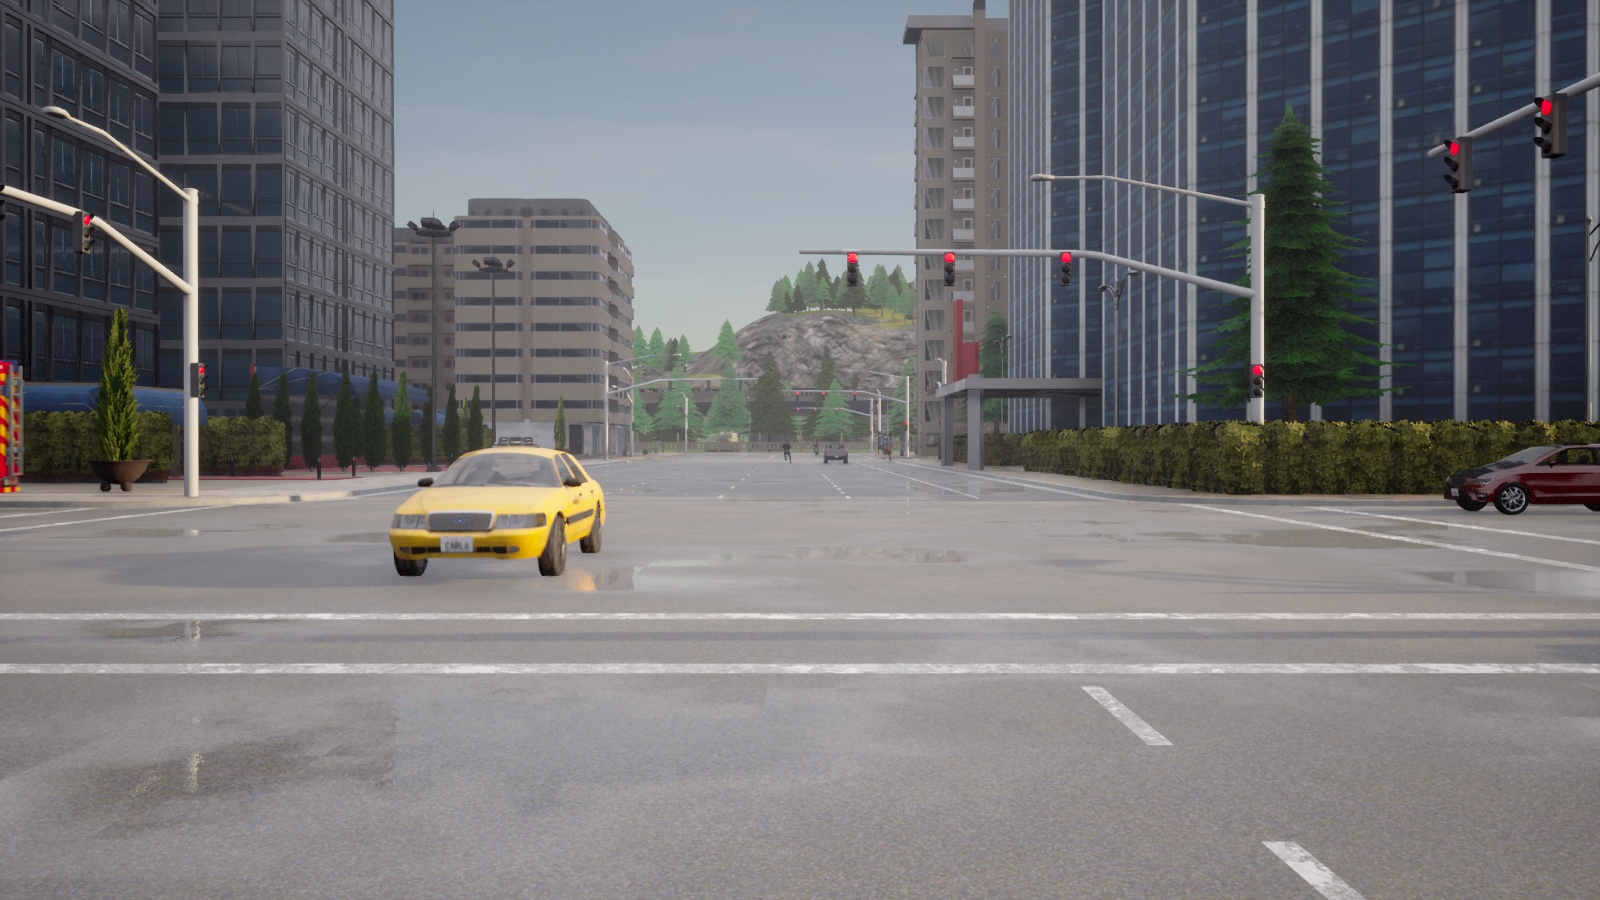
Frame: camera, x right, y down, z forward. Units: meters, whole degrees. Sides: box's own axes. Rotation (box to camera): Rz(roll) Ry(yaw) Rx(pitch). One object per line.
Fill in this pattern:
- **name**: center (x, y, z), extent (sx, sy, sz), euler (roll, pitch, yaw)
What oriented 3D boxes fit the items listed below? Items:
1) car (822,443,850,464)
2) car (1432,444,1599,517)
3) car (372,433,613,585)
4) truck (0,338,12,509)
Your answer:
- **car**: center (2.553, 0.252, 90.334), extent (1.845, 1.501, 3.633), euler (0, 0, -1)
- **car**: center (15.923, 0.623, 26.546), extent (4.193, 1.474, 1.816), euler (0, 0, 0)
- **car**: center (-3.590, 0.594, 15.722), extent (1.801, 1.575, 5.366), euler (0, 0, -1)
- **truck**: center (-22.010, -0.587, 26.724), extent (8.468, 3.827, 2.891), euler (0, 1, -5)
